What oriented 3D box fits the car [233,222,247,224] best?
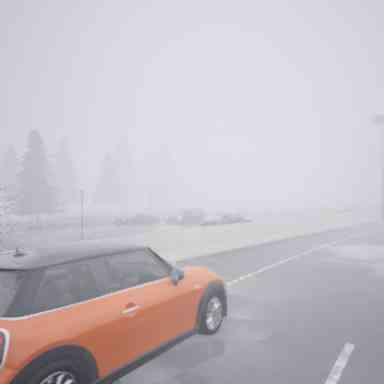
[{"bbox_3d":[2.682,2.406,25.768,1.895,1.301,4.718,-2,-2,40],"label":"car"}]

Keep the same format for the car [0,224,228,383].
[{"bbox_3d":[-1.255,1.539,5.075,2.097,1.767,4.553,-2,-2,34],"label":"car"}]
